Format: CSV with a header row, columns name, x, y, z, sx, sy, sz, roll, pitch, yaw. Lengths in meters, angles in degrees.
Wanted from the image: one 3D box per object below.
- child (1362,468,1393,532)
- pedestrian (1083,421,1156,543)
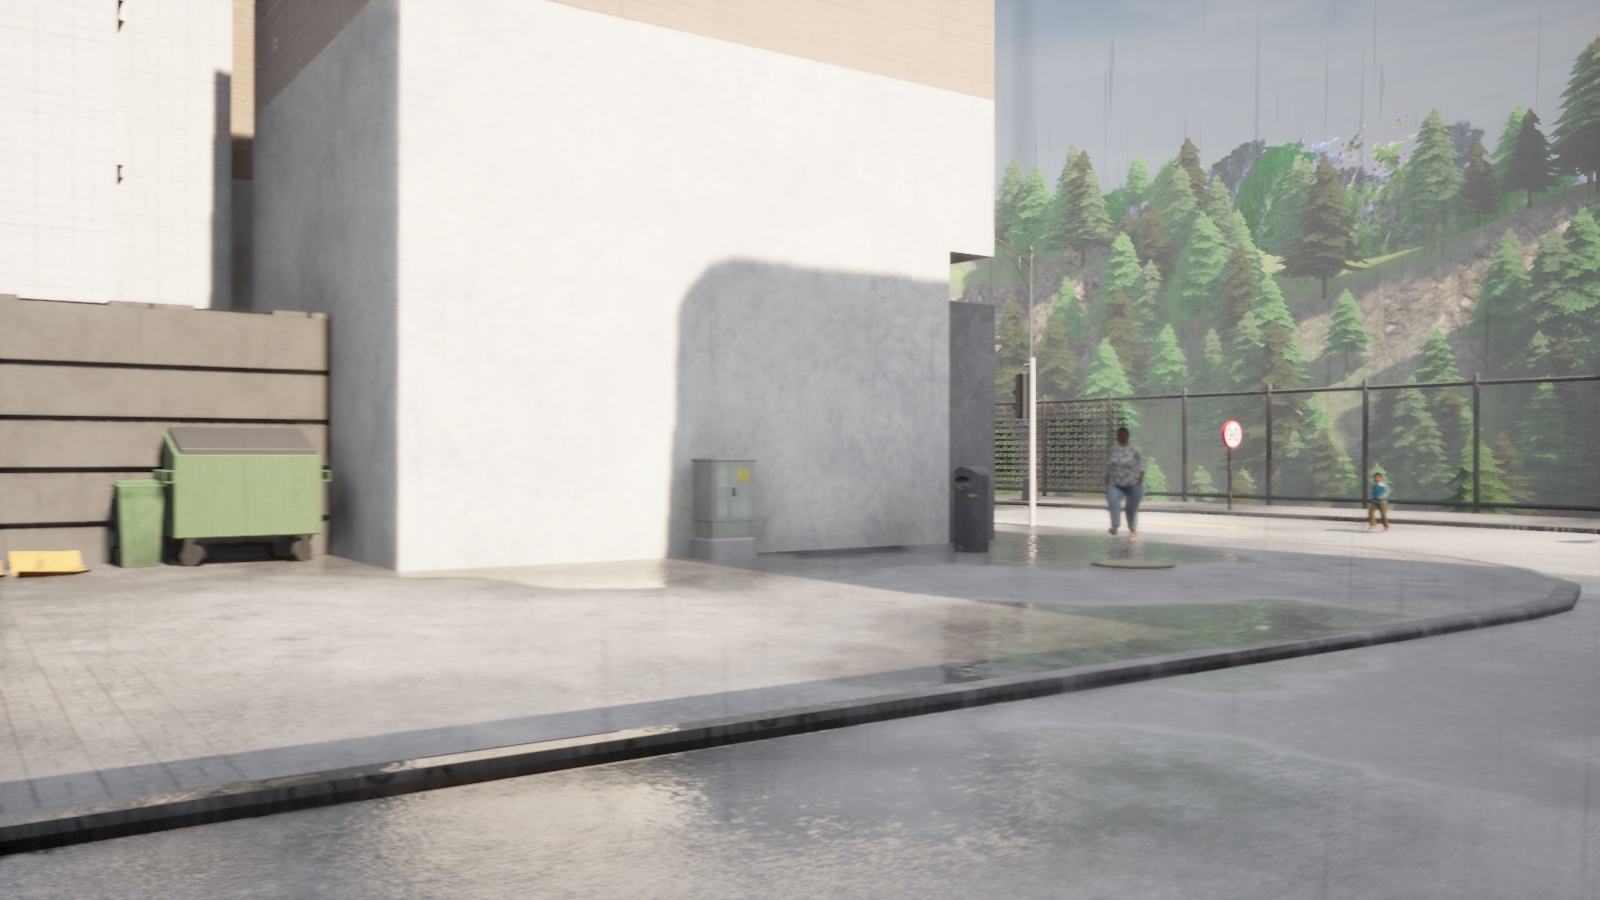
name,x,y,z,sx,sy,sz,roll,pitch,yaw
child,10.820,0.929,23.515,0.448,1.192,0.343,0,0,-35
pedestrian,5.052,0.493,19.839,0.874,1.855,0.900,0,0,34
